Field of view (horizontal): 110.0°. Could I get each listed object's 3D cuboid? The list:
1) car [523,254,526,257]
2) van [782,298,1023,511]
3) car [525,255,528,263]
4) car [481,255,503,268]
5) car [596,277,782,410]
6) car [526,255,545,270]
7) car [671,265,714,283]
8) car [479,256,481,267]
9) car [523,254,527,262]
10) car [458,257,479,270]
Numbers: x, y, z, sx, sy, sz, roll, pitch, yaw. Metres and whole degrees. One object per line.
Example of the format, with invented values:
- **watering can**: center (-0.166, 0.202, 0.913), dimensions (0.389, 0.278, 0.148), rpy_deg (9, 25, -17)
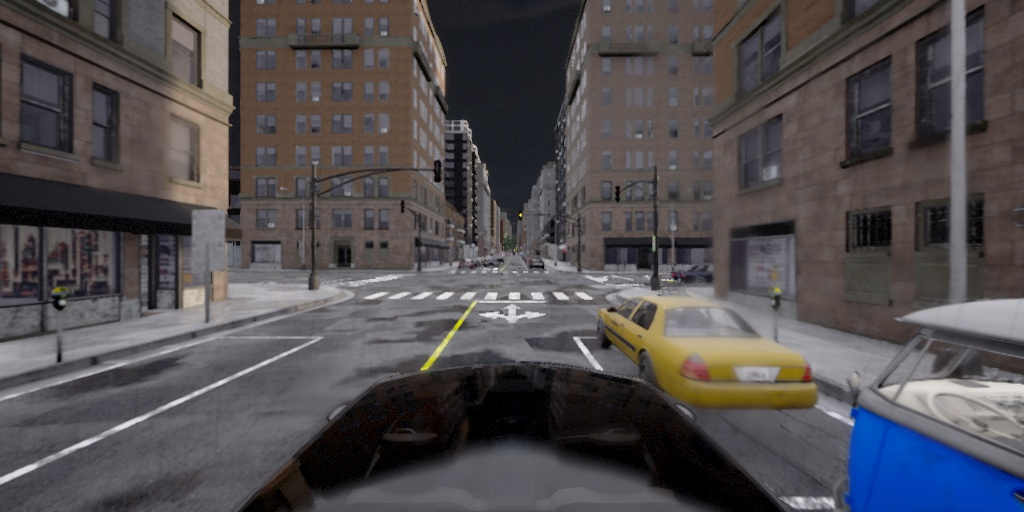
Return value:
- **car**: center (3.216, 0.730, 60.321), dimensions (1.888, 1.381, 4.507), rpy_deg (0, 0, 1)
- **van**: center (2.668, 1.103, 0.396), dimensions (1.690, 1.789, 3.998), rpy_deg (0, 0, 0)
- **car**: center (3.071, 0.838, 49.261), dimensions (1.888, 1.381, 4.507), rpy_deg (0, 0, 1)
- **car**: center (-2.693, 0.866, 48.374), dimensions (1.994, 1.385, 4.181), rpy_deg (0, 1, 1)
- **car**: center (2.670, 1.234, 6.239), dimensions (1.751, 1.417, 4.829), rpy_deg (0, 0, 0)
- **car**: center (2.998, 0.912, 43.731), dimensions (1.948, 1.339, 4.313), rpy_deg (0, 0, 1)
- **car**: center (12.518, 1.202, 21.999), dimensions (4.718, 1.301, 1.895), rpy_deg (0, 0, 2)
- **car**: center (-5.455, 0.859, 49.368), dimensions (1.948, 1.339, 4.313), rpy_deg (0, 0, 1)
- **car**: center (3.143, 0.789, 54.791), dimensions (2.007, 1.370, 4.403), rpy_deg (0, 0, 1)
- **car**: center (-5.527, 0.929, 43.839), dimensions (1.802, 1.307, 4.207), rpy_deg (0, 0, 1)
